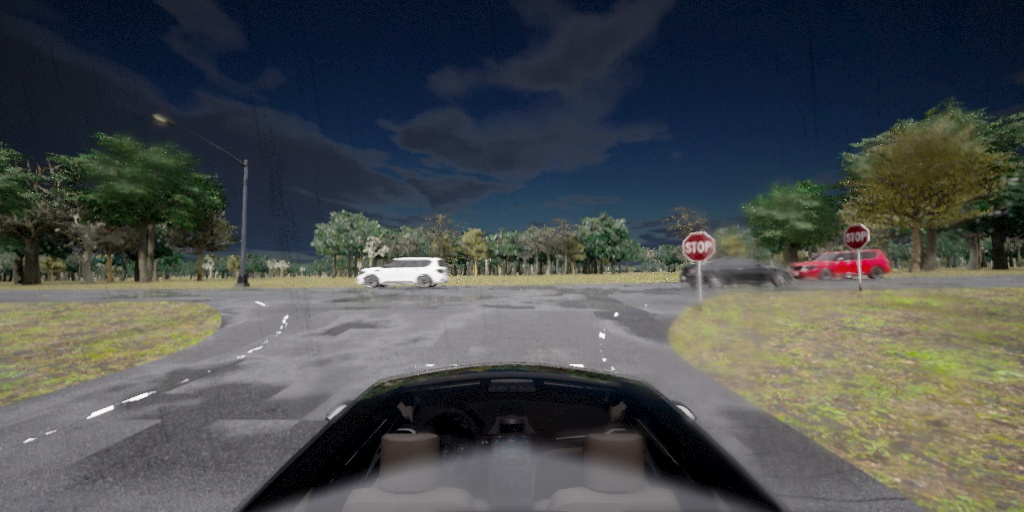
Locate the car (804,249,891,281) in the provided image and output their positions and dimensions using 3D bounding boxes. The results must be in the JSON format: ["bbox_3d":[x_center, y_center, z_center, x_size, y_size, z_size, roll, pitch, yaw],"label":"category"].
[{"bbox_3d":[21.367,0.687,23.526,5.566,2.045,2.150,-3,-3,-1],"label":"car"}]

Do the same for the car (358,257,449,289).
[{"bbox_3d":[-6.905,1.132,23.101,5.566,2.045,2.150,0,-2,0],"label":"car"}]

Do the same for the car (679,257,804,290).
[{"bbox_3d":[10.063,0.757,16.302,4.674,1.442,1.812,-2,-3,-1],"label":"car"}]
